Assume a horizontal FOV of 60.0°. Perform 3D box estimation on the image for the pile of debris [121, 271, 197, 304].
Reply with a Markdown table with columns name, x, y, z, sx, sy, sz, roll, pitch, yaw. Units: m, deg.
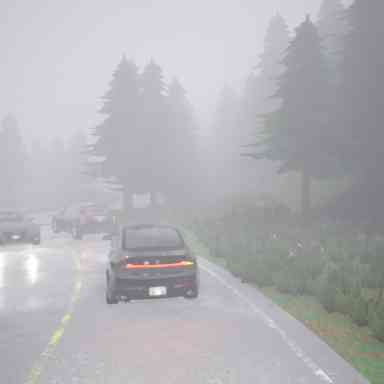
| name | x | y | z | sx | sy | sz | roll | pitch | yaw |
| --- | --- | --- | --- | --- | --- | --- | --- | --- | --- |
| pile of debris | -0.858 | 2.175 | 7.751 | 1.500 | 0.140 | 1.860 | 0 | 0 | -14 |

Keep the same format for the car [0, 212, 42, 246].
| name | x | y | z | sx | sy | sz | roll | pitch | yaw |
| --- | --- | --- | --- | --- | --- | --- | --- | --- | --- |
| car | -7.959 | 1.564 | 14.502 | 1.994 | 1.385 | 4.181 | 0 | 0 | -35 |

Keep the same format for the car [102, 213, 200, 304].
| name | x | y | z | sx | sy | sz | roll | pitch | yaw |
| --- | --- | --- | --- | --- | --- | --- | --- | --- | --- |
| car | -1.115 | 1.503 | 8.240 | 1.837 | 1.490 | 4.892 | 0 | 0 | -12 |

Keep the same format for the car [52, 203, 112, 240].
| name | x | y | z | sx | sy | sz | roll | pitch | yaw |
| --- | --- | --- | --- | --- | --- | --- | --- | --- | --- |
| car | -5.718 | 1.351 | 17.458 | 2.097 | 1.767 | 4.553 | 0 | 0 | -39 |
